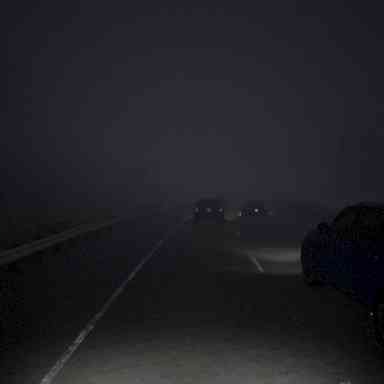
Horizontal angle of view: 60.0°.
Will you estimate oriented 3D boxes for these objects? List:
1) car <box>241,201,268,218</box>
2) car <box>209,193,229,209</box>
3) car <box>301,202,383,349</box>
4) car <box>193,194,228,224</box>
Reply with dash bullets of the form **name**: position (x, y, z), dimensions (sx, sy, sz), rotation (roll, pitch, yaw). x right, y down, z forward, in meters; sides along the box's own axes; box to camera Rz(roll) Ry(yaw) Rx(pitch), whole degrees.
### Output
- **car**: position (5.184, 1.391, 27.749), dimensions (1.994, 1.385, 4.181), rotation (0, 0, 6)
- **car**: position (3.428, 1.090, 41.427), dimensions (2.097, 1.767, 4.553), rotation (0, 0, 8)
- **car**: position (3.726, 1.186, 5.923), dimensions (2.150, 2.045, 5.566), rotation (0, 0, 1)
- **car**: position (1.271, 1.201, 23.572), dimensions (2.097, 1.767, 4.553), rotation (0, 0, 5)
